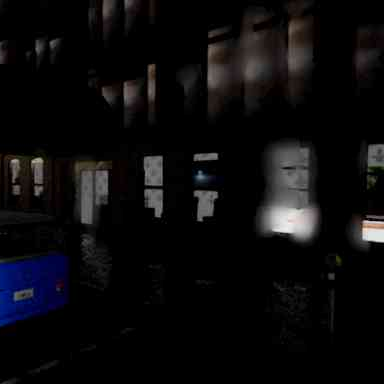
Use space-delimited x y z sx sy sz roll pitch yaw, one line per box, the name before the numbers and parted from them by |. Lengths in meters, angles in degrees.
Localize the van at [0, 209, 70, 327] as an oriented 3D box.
van | -3.861 1.180 5.821 3.998 1.788 1.690 1 2 37
